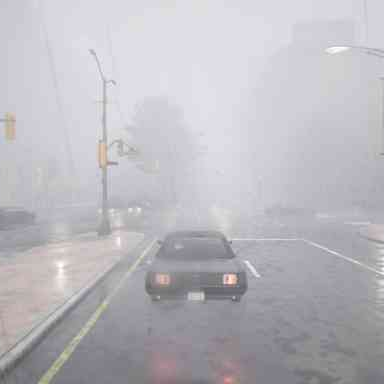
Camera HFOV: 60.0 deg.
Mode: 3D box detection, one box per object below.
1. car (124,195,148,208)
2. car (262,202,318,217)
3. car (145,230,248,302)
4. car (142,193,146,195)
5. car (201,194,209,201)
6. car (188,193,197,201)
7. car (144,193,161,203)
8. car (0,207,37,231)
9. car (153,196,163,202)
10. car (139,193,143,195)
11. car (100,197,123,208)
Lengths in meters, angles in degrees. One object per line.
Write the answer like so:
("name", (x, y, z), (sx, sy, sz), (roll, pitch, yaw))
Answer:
("car", (-8.064, 1.564, 48.085), (1.994, 1.385, 4.181), (0, 0, 0))
("car", (8.856, 1.601, 30.227), (4.718, 1.301, 1.895), (0, 0, 6))
("car", (0.080, 1.601, 8.233), (1.895, 1.301, 4.718), (0, 0, 0))
("car", (-11.445, 1.225, 77.718), (2.150, 2.045, 5.566), (0, 0, 0))
("car", (3.561, 1.519, 86.915), (2.128, 1.511, 4.902), (0, 0, 0))
("car", (0.061, 1.218, 86.531), (2.150, 2.045, 5.566), (0, 0, 0))
("car", (-7.962, 1.547, 67.806), (2.033, 1.411, 5.357), (0, 0, 0))
("car", (-11.586, 1.601, 20.609), (1.895, 1.301, 4.718), (0, 0, 0))
("car", (-7.945, 1.552, 77.779), (1.994, 1.385, 4.181), (0, 0, 0))
("car", (-11.472, 1.525, 66.191), (1.812, 1.442, 4.674), (0, 0, 1))
("car", (-11.566, 1.505, 46.822), (1.837, 1.490, 4.892), (0, 0, 0))
